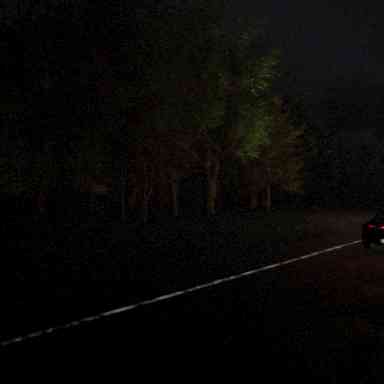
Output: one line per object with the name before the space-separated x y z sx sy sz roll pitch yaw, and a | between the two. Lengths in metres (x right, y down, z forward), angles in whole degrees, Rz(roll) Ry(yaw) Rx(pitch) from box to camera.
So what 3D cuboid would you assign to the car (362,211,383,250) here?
car | 8.249 1.434 12.923 4.902 1.511 2.128 0 1 -44
